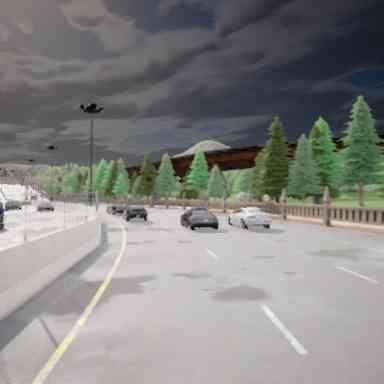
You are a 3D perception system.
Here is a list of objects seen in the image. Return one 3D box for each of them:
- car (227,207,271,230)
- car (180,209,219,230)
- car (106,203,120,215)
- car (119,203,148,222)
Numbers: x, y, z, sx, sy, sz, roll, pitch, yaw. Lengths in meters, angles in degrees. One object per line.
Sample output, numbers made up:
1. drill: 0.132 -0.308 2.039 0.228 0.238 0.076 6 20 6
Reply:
1. car: 3.997 1.810 23.720 1.812 1.442 4.674 0 -1 -13
2. car: 0.437 1.851 23.480 1.994 1.385 4.181 0 -1 -13
3. car: -9.178 2.062 40.940 2.033 1.411 5.357 0 -1 -25
4. car: -5.341 1.891 30.960 1.837 1.490 4.892 0 -1 -18
